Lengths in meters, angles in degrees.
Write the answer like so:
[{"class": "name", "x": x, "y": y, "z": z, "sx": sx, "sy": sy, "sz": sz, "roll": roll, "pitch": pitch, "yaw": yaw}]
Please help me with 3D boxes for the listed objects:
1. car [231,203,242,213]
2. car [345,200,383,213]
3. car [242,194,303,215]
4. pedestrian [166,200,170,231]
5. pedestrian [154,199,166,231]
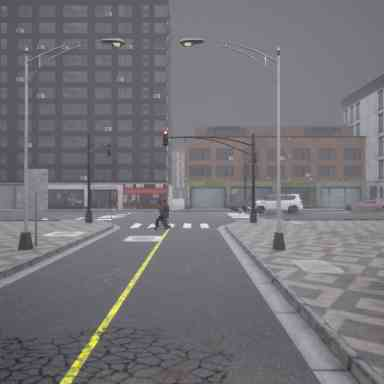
[{"class": "car", "x": 6.878, "y": 1.513, "z": 37.142, "sx": 5.008, "sy": 1.535, "sz": 1.882, "roll": 0, "pitch": 0, "yaw": 0}, {"class": "car", "x": 19.415, "y": 1.574, "z": 37.116, "sx": 4.181, "sy": 1.385, "sz": 1.994, "roll": 0, "pitch": 0, "yaw": 0}, {"class": "car", "x": 8.356, "y": 1.224, "z": 33.719, "sx": 5.566, "sy": 2.045, "sz": 2.150, "roll": 0, "pitch": -1, "yaw": -2}, {"class": "pedestrian", "x": -1.558, "y": 1.301, "z": 19.596, "sx": 0.375, "sy": 1.860, "sz": 0.375, "roll": 0, "pitch": 0, "yaw": 0}, {"class": "pedestrian", "x": -1.810, "y": 1.301, "z": 18.913, "sx": 0.375, "sy": 1.860, "sz": 0.375, "roll": 0, "pitch": 0, "yaw": 0}]
